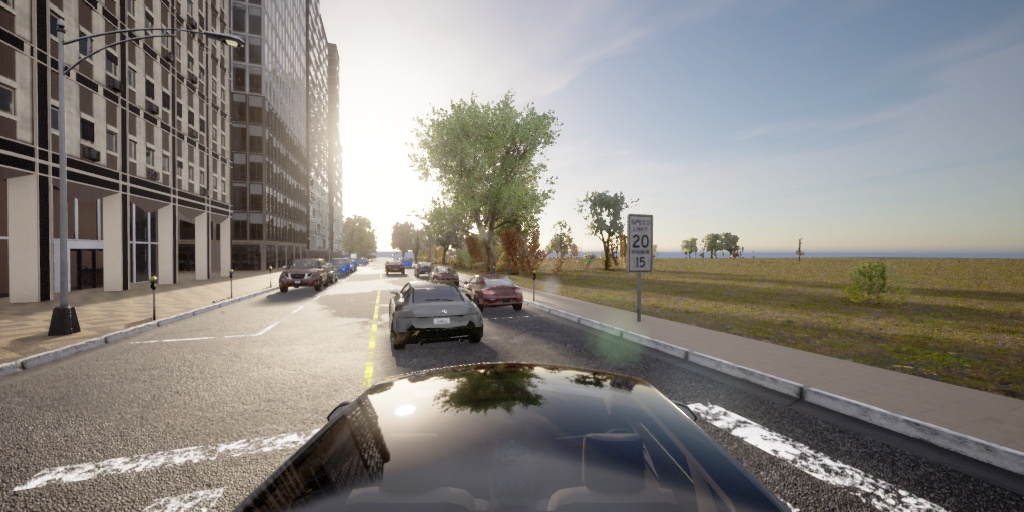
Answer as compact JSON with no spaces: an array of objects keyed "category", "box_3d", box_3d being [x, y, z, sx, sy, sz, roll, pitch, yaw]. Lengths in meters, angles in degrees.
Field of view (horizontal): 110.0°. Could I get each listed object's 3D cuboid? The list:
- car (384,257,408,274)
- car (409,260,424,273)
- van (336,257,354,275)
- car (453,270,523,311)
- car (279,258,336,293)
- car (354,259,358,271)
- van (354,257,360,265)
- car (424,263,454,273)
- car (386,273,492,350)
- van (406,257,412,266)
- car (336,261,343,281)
[{"category":"car","box_3d":[-12.789,1.209,39.230,1.882,1.535,5.008,0,0,-19]},{"category":"car","box_3d":[-8.475,1.281,34.623,2.007,1.370,4.403,0,0,-20]},{"category":"van","box_3d":[-17.716,1.078,37.049,1.690,1.789,3.998,0,0,-20]},{"category":"car","box_3d":[-0.878,1.323,13.799,1.802,1.307,4.207,0,0,-20]},{"category":"car","box_3d":[-12.192,1.060,21.351,2.192,1.841,5.009,0,0,-20]},{"category":"car","box_3d":[-19.587,1.317,42.272,1.802,1.307,4.207,0,0,-20]},{"category":"van","box_3d":[-21.458,1.074,47.495,1.690,1.789,3.998,0,0,-20]},{"category":"car","box_3d":[-4.650,1.317,24.222,1.802,1.307,4.207,0,0,-20]},{"category":"car","box_3d":[-2.124,1.310,9.287,1.994,1.385,4.181,0,0,-20]},{"category":"van","box_3d":[-17.820,1.059,60.705,1.690,1.789,3.998,0,0,-20]},{"category":"car","box_3d":[-14.019,1.308,26.588,1.948,1.339,4.313,0,0,-20]}]
